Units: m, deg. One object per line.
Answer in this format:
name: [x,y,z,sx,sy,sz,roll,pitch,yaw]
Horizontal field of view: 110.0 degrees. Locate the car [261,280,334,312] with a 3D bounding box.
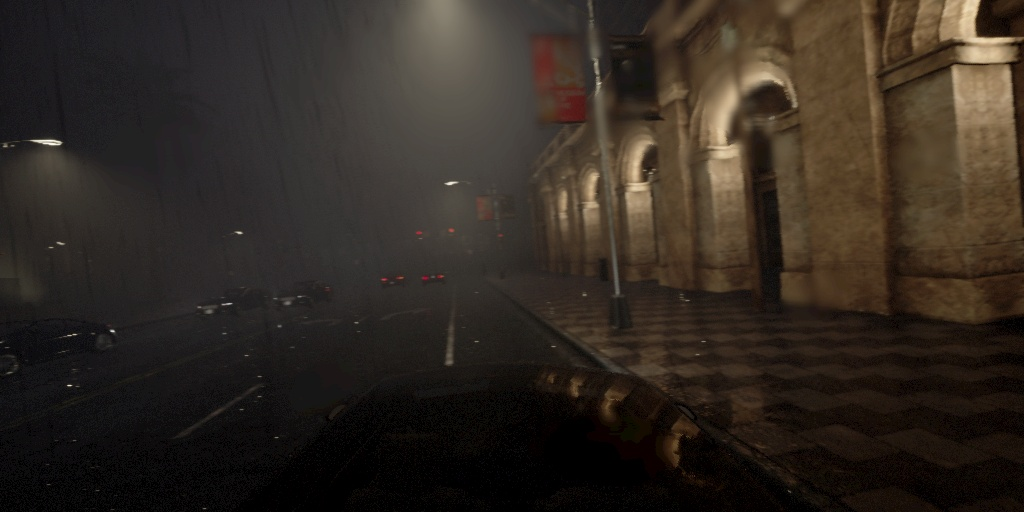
car: [-12.299,2.263,21.428,2.128,1.511,4.902,-5,0,-8]

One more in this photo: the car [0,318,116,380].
car: [-14.230,2.575,10.328,1.994,1.385,4.181,-5,0,-9]

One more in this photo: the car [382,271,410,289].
car: [-10.288,2.050,31.854,1.812,1.442,4.674,-5,0,-8]

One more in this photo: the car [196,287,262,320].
car: [-15.777,2.586,20.639,2.128,1.511,4.902,-5,0,-8]

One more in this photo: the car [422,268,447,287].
car: [-6.600,1.738,30.745,2.033,1.411,5.357,-5,0,-8]
